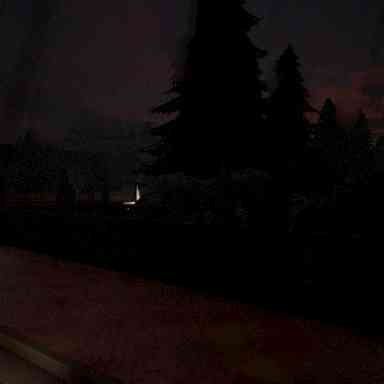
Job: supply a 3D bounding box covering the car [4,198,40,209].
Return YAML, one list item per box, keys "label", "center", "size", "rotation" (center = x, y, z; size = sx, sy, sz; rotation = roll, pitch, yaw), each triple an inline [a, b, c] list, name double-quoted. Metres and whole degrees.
- label: "car"
  center: [-24.105, 1.564, 47.311]
  size: [1.994, 1.385, 4.181]
  rotation: [0, 0, 36]

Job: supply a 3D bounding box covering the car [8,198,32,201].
- label: "car"
  center: [-22.688, 1.477, 43.287]
  size: [1.882, 1.535, 5.008]
  rotation: [0, 0, 36]
